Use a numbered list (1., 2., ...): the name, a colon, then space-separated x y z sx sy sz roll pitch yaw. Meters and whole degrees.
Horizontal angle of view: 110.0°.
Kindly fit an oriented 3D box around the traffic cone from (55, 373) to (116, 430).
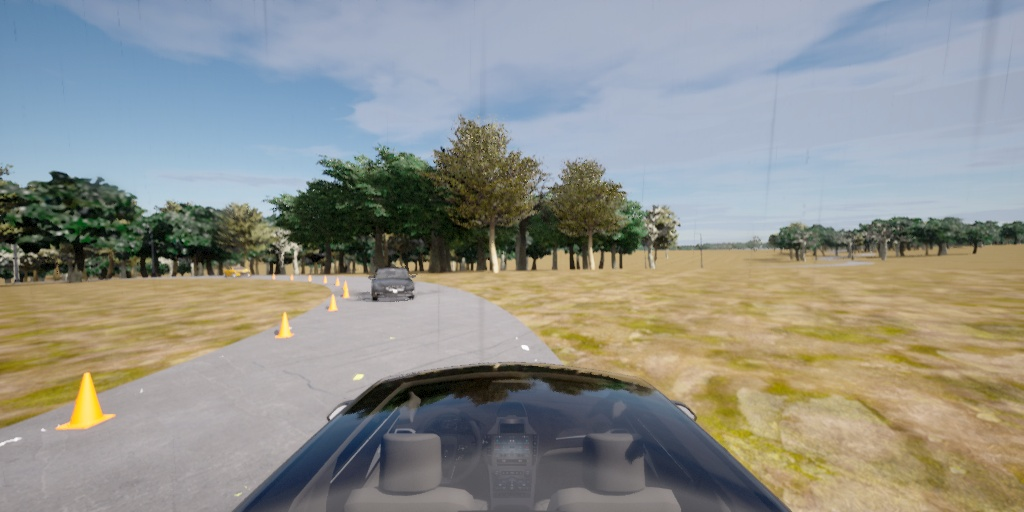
1. traffic cone: -5.074 1.696 4.281 0.340 0.580 0.340 0 0 -4

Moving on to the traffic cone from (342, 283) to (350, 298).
1. traffic cone: -8.324 1.778 18.002 0.340 0.580 0.340 0 0 -22

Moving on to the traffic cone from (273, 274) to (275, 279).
1. traffic cone: -26.352 2.246 39.677 0.340 0.580 0.340 0 0 38

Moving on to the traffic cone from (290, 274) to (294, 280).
1. traffic cone: -22.480 2.125 36.618 0.340 0.580 0.340 0 0 39

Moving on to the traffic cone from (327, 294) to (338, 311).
1. traffic cone: -6.765 1.742 13.550 0.340 0.580 0.340 0 0 -16

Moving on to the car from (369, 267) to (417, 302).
1. car: -5.926 1.310 17.718 1.837 1.490 4.892 0 -1 -22

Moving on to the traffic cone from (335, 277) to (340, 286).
1. traffic cone: -12.787 1.865 26.298 0.340 0.580 0.340 0 0 -34

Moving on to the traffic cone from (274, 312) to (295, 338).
1. traffic cone: -5.678 1.709 8.960 0.340 0.580 0.340 0 0 -10

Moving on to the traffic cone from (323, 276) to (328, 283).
1. traffic cone: -15.642 1.933 30.053 0.340 0.580 0.340 0 0 -40

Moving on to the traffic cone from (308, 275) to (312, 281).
1. traffic cone: -18.873 2.019 33.490 0.340 0.580 0.340 0 0 44

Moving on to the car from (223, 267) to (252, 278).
1. car: -37.764 2.198 49.271 5.008 1.535 1.882 -2 -1 33
